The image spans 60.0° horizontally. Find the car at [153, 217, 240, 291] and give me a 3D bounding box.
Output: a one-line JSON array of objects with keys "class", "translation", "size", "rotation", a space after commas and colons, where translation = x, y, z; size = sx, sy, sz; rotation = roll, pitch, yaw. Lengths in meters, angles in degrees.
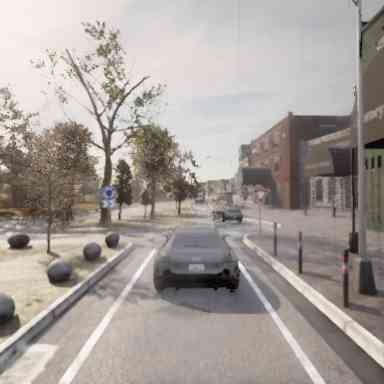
[{"class": "car", "translation": [0.100, 1.590, 9.073], "size": [1.994, 1.385, 4.181], "rotation": [0, 0, 0]}]

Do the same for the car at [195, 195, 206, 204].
[{"class": "car", "translation": [1.717, 2.016, 75.580], "size": [1.837, 1.490, 4.892], "rotation": [0, 0, 3]}]

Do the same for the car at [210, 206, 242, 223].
[{"class": "car", "translation": [3.075, 2.020, 30.758], "size": [2.128, 1.511, 4.902], "rotation": [1, -2, -13]}]
